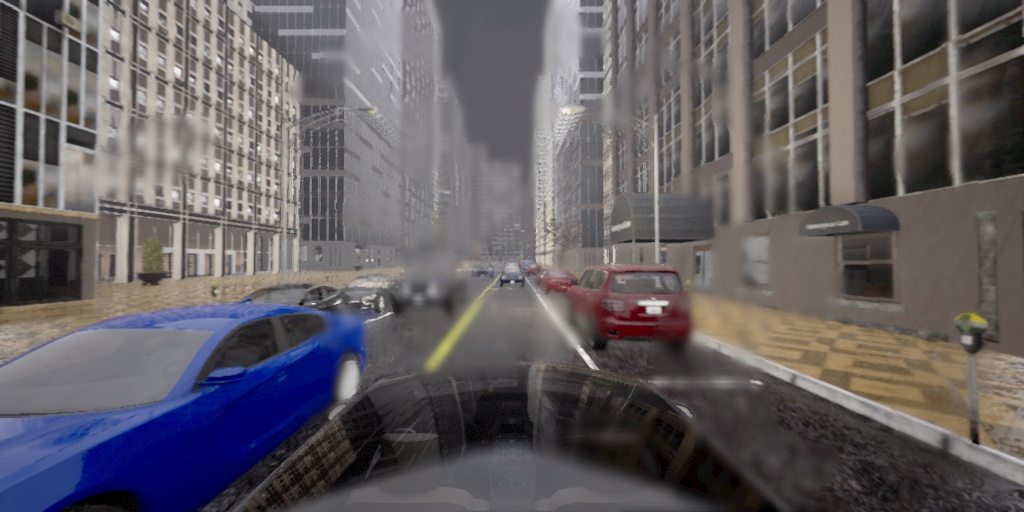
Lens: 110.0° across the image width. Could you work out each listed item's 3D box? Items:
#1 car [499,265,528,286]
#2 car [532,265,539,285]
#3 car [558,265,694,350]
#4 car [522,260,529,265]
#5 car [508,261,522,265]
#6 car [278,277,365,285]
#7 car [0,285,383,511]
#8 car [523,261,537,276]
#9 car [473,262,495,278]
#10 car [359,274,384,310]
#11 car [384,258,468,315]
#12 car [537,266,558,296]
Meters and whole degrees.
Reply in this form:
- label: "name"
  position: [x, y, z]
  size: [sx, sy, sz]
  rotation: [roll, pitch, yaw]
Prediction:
- label: "car"
  position: [0.037, 1.609, 27.873]
  size: [1.895, 1.301, 4.718]
  rotation: [0, -1, 0]
- label: "car"
  position: [2.666, 1.570, 26.113]
  size: [1.802, 1.307, 4.207]
  rotation: [0, 0, 0]
- label: "car"
  position: [2.685, 1.136, 9.190]
  size: [2.192, 1.841, 5.009]
  rotation: [0, 0, 0]
- label: "car"
  position: [2.640, 1.646, 48.679]
  size: [1.967, 1.591, 4.097]
  rotation: [0, 0, 0]
- label: "car"
  position: [0.041, 1.735, 48.733]
  size: [1.812, 1.442, 4.674]
  rotation: [0, 0, 0]
- label: "car"
  position: [-5.694, 1.396, 9.138]
  size: [1.948, 1.339, 4.313]
  rotation: [0, 0, 0]
- label: "car"
  position: [-3.099, 1.248, 3.375]
  size: [1.882, 1.535, 5.008]
  rotation: [0, -1, 0]
- label: "car"
  position: [2.646, 1.697, 43.038]
  size: [1.888, 1.381, 4.507]
  rotation: [0, 0, 0]
- label: "car"
  position: [-3.054, 1.476, 39.578]
  size: [2.097, 1.767, 4.553]
  rotation: [0, 0, 0]
- label: "car"
  position: [-5.702, 1.437, 14.780]
  size: [2.007, 1.370, 4.403]
  rotation: [0, 0, 0]
- label: "car"
  position: [-3.104, 1.104, 14.696]
  size: [2.150, 2.045, 5.566]
  rotation: [0, -1, 0]
- label: "car"
  position: [2.673, 1.478, 20.472]
  size: [1.888, 1.381, 4.507]
  rotation: [0, 0, 0]
